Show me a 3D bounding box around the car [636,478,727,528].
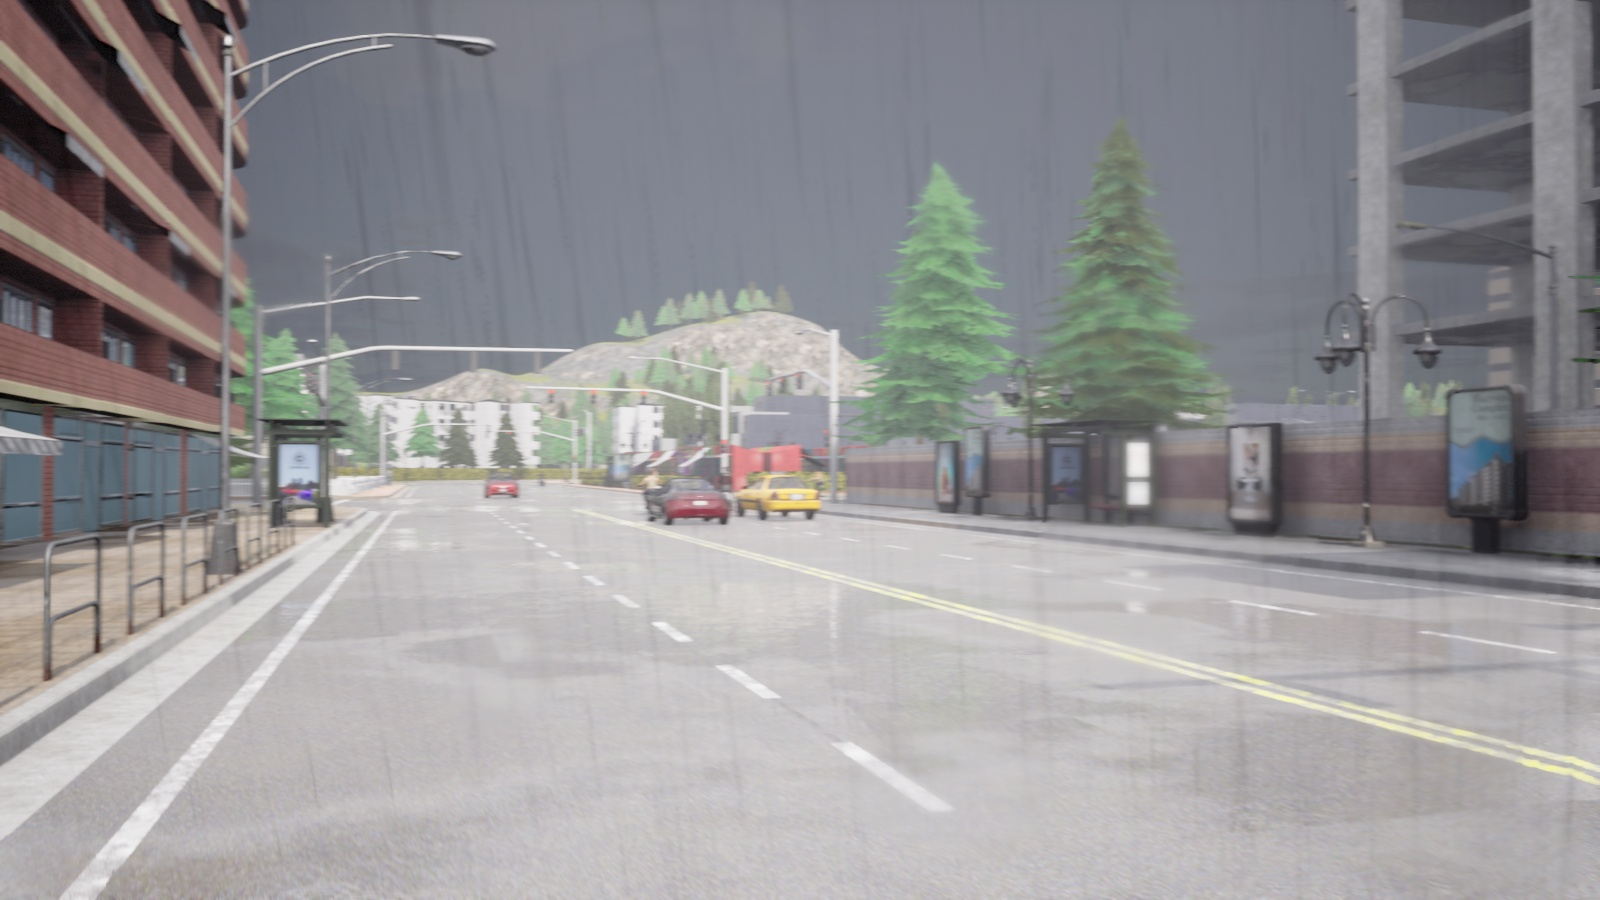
[{"bbox_3d":[-3.672,1.558,38.170,1.994,1.385,4.181,0,-1,-16],"label":"car"}]

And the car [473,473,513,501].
[{"bbox_3d":[-17.819,2.131,72.812,2.007,1.525,4.514,0,-1,-17],"label":"car"}]

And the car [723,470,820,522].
[{"bbox_3d":[-1.035,1.469,41.546,1.801,1.575,5.366,0,-1,-17],"label":"car"}]
